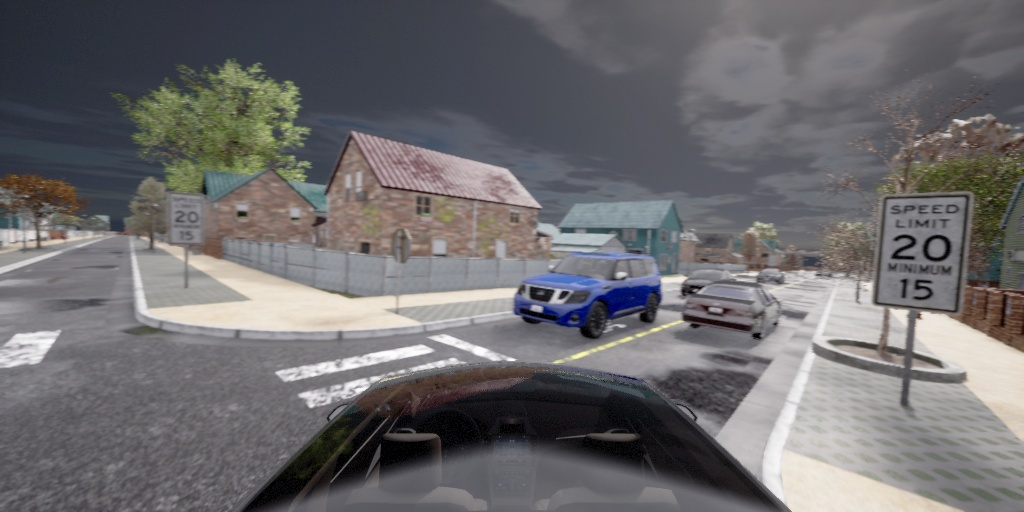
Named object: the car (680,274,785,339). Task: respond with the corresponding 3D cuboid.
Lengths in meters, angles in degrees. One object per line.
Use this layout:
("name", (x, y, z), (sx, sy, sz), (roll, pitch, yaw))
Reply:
("car", (6.950, 1.491, 11.079), (2.033, 1.411, 5.357), (5, 2, 43))

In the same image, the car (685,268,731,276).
("car", (10.645, 1.443, 19.252), (1.837, 1.490, 4.892), (5, 3, 43))

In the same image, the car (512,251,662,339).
("car", (2.471, 0.907, 10.398), (2.150, 2.045, 5.566), (5, 3, 43))

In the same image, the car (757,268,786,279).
("car", (25.168, 1.942, 34.825), (1.812, 1.442, 4.674), (5, 2, 43))
